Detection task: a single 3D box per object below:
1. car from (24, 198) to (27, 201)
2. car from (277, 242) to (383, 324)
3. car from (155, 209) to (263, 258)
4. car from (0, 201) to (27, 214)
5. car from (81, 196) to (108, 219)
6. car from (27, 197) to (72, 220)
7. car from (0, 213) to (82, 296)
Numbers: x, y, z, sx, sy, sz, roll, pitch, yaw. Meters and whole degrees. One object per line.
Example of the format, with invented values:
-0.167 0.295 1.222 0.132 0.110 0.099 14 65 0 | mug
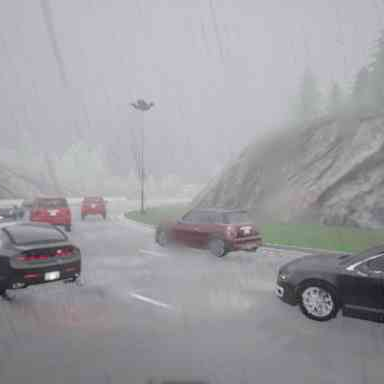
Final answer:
-20.884 1.576 44.631 2.097 1.767 4.553 0 0 5 | car
3.932 1.564 5.727 4.892 1.490 1.837 0 0 36 | car
0.516 1.451 13.538 2.097 1.767 4.553 1 -1 -44 | car
-15.516 1.734 28.251 1.895 1.301 4.718 0 0 -16 | car
-9.212 1.404 31.505 2.150 2.045 5.566 0 0 -14 | car
-9.041 1.333 21.107 2.150 2.045 5.566 0 0 -27 | car
-4.661 1.550 8.881 1.837 1.490 4.892 0 0 -44 | car
